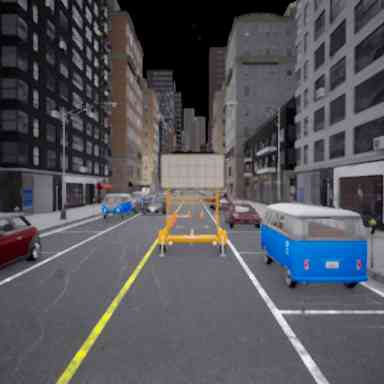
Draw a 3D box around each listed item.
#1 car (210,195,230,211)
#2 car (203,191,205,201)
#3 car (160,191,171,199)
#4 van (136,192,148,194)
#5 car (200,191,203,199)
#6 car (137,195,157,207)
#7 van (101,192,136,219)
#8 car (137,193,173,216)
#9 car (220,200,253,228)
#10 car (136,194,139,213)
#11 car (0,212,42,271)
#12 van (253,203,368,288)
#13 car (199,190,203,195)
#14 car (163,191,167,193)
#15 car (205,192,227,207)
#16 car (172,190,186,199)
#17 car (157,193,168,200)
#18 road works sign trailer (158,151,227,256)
[{"bbox_3d":[2.911,1.200,30.648,1.802,1.307,4.206,0,1,0],"label":"car"},{"bbox_3d":[2.940,0.857,47.149,1.967,1.590,4.097,0,1,0],"label":"car"},{"bbox_3d":[-5.547,0.592,69.168,1.967,1.590,4.097,0,1,0],"label":"car"},{"bbox_3d":[-5.605,0.890,36.161,1.690,1.788,3.998,0,1,0],"label":"van"},{"bbox_3d":[2.959,0.835,58.153,2.008,1.369,4.403,0,1,0],"label":"car"},{"bbox_3d":[-5.595,1.048,41.665,1.947,1.339,4.313,0,1,0],"label":"car"},{"bbox_3d":[-5.625,1.026,25.160,1.690,1.788,3.998,0,1,0],"label":"van"},{"bbox_3d":[-3.046,1.138,28.298,2.128,1.511,4.902,0,1,0],"label":"car"},{"bbox_3d":[2.891,1.336,19.646,1.802,1.307,4.206,0,1,0],"label":"car"},{"bbox_3d":[-5.615,1.168,30.662,2.008,1.369,4.403,0,1,0],"label":"car"},{"bbox_3d":[-5.654,1.330,8.658,1.967,1.590,4.097,0,1,0],"label":"car"},{"bbox_3d":[2.871,1.232,8.641,1.690,1.788,3.998,0,1,0],"label":"van"},{"bbox_3d":[2.978,0.718,69.154,1.947,1.339,4.313,0,1,0],"label":"car"},{"bbox_3d":[-5.566,0.849,58.168,1.947,1.339,4.313,0,1,0],"label":"car"},{"bbox_3d":[2.920,0.865,36.145,2.192,1.841,5.009,0,1,0],"label":"car"},{"bbox_3d":[-2.880,0.719,68.835,2.128,1.511,4.902,0,1,0],"label":"car"},{"bbox_3d":[-5.557,0.799,63.669,1.802,1.307,4.206,0,1,0],"label":"car"},{"bbox_3d":[0.023,0.309,12.314,2.380,3.560,2.880,0,1,0],"label":"road works sign trailer"}]
